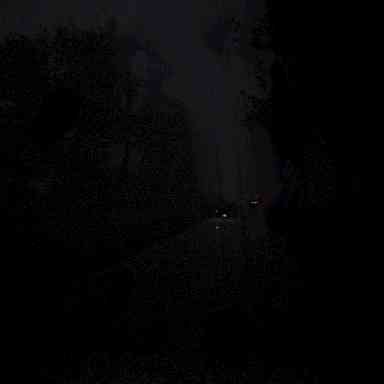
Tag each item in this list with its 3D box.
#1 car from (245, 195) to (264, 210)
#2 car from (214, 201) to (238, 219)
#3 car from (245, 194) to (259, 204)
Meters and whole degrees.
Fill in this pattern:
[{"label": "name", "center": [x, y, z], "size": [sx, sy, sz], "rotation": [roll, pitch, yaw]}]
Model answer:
[{"label": "car", "center": [8.098, 1.421, 42.135], "size": [2.128, 1.511, 4.902], "rotation": [0, 1, 9]}, {"label": "car", "center": [3.265, 1.582, 30.594], "size": [2.033, 1.411, 5.357], "rotation": [1, 0, 11]}, {"label": "car", "center": [9.765, 1.109, 54.673], "size": [1.994, 1.385, 4.181], "rotation": [0, 3, 6]}]
